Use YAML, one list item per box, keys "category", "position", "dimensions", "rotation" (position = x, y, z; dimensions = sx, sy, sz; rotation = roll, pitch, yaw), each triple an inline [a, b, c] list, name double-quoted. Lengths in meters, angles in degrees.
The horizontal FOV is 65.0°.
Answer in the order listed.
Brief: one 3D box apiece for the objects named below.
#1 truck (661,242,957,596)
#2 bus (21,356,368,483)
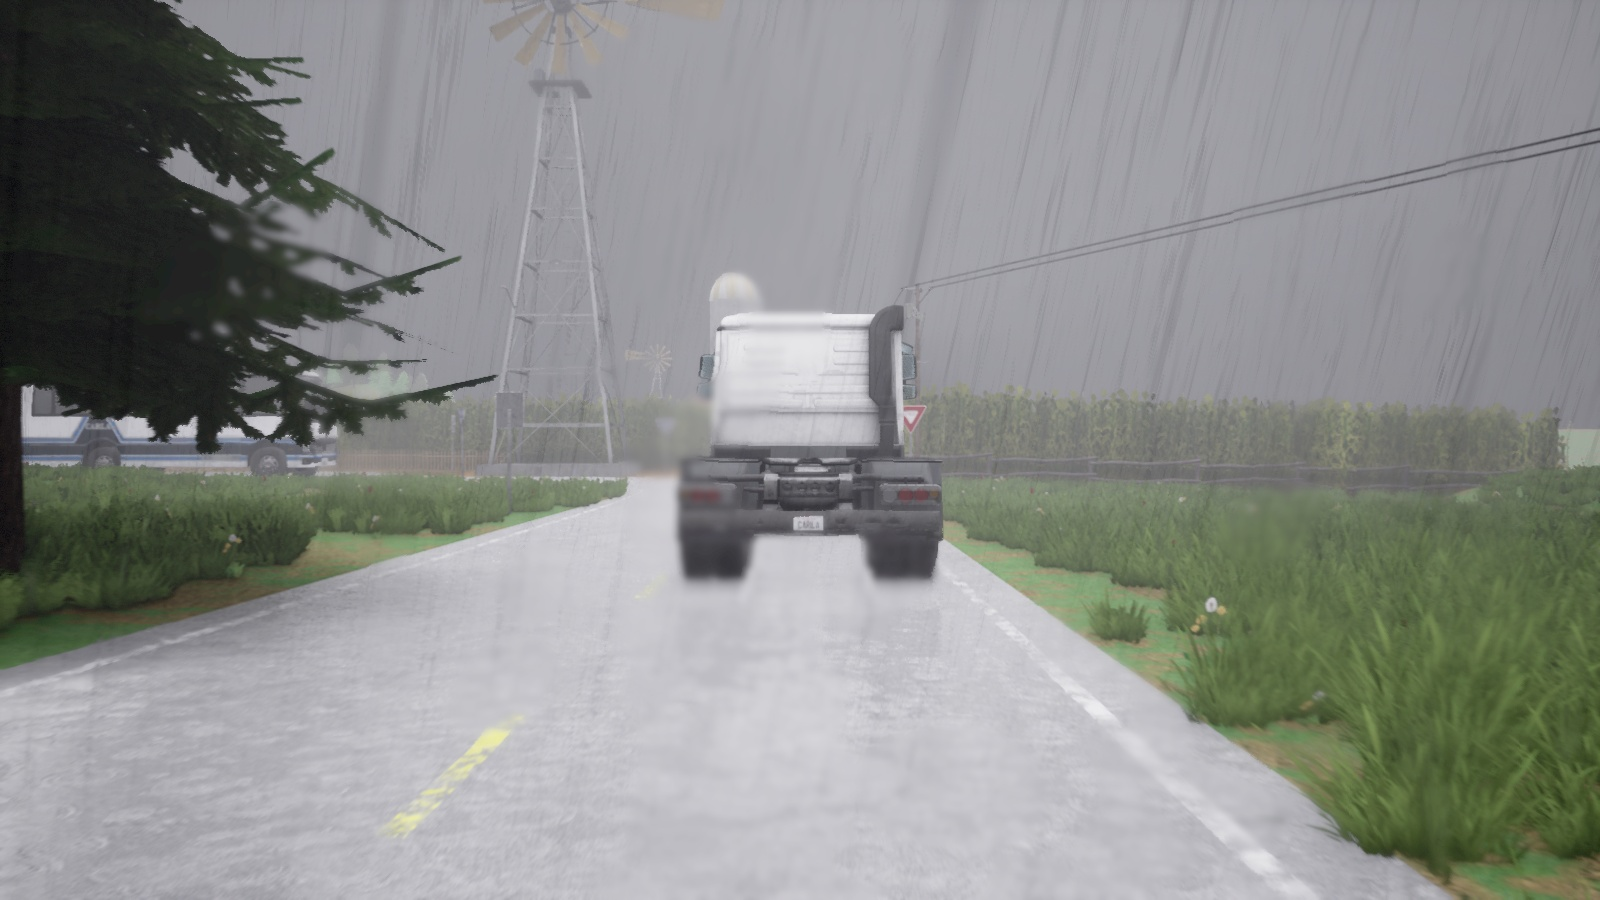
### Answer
- category: "truck"
  position: [0.111, -0.327, 16.249]
  dimensions: [2.891, 3.462, 7.936]
  rotation: [0, 0, 0]
- category: "bus"
  position: [-20.965, -1.035, 44.049]
  dimensions: [10.273, 4.253, 3.944]
  rotation: [0, 0, 1]
